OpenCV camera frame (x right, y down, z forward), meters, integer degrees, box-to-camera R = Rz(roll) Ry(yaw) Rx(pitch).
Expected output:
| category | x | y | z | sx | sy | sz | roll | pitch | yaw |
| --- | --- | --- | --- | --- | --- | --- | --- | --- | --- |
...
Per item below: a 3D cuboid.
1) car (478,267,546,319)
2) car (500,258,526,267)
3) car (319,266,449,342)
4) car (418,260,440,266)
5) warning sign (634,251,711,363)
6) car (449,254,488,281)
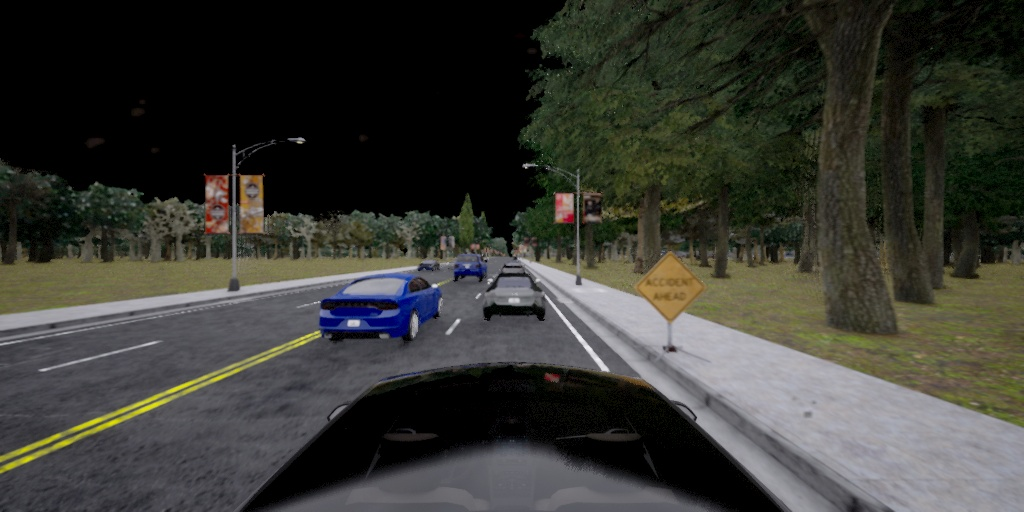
| category | x | y | z | sx | sy | sz | roll | pitch | yaw |
| --- | --- | --- | --- | --- | --- | --- | --- | --- | --- |
| car | 0.077 | 1.268 | 12.536 | 1.994 | 1.385 | 4.181 | 0 | 0 | 0 |
| car | 0.078 | 1.129 | 29.029 | 2.128 | 1.511 | 4.902 | 0 | 0 | 0 |
| car | -3.185 | 1.194 | 9.726 | 1.882 | 1.535 | 5.008 | 0 | 0 | 0 |
| car | -9.855 | 1.132 | 42.990 | 2.033 | 1.411 | 5.357 | 0 | 0 | 0 |
| warning sign | 2.849 | 0.845 | 6.478 | 1.300 | 1.860 | 1.060 | 0 | 0 | 0 |
| car | -3.170 | 0.861 | 28.147 | 2.150 | 2.045 | 5.566 | 0 | 0 | 0 |
